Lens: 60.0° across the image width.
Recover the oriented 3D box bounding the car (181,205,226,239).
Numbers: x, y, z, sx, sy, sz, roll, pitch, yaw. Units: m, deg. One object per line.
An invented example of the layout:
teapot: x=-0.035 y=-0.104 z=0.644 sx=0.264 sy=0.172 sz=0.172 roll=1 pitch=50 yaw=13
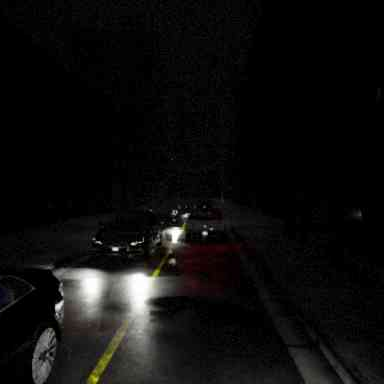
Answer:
car: x=0.672 y=1.565 z=17.237 sx=1.895 sy=1.301 sz=4.718 roll=1 pitch=0 yaw=2

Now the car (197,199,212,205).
car: x=1.628 y=1.527 z=42.729 sx=1.895 sy=1.301 sz=4.718 roll=1 pitch=0 yaw=2

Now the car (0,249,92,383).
car: x=-2.582 y=1.463 z=2.423 sx=2.128 sy=1.511 sz=4.902 roll=1 pitch=0 yaw=0

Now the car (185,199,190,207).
car: x=-1.229 y=1.427 z=35.863 sx=1.882 sy=1.535 sz=5.008 roll=1 pitch=0 yaw=2

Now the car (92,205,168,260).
car: x=-2.202 y=1.455 z=12.392 sx=1.837 sy=1.490 sz=4.892 roll=1 pitch=0 yaw=2

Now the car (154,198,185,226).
car: x=-1.818 y=1.283 z=22.882 sx=2.097 sy=1.767 sz=4.553 roll=1 pitch=0 yaw=1
